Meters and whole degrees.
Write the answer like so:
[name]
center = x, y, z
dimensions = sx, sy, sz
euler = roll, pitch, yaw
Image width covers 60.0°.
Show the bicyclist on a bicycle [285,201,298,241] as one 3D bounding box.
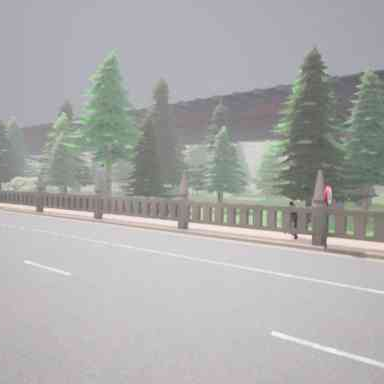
[bicyclist on a bicycle]
center = 4.106, 1.189, 13.598
dimensions = 0.582, 1.620, 1.656
euler = -1, -4, 35
